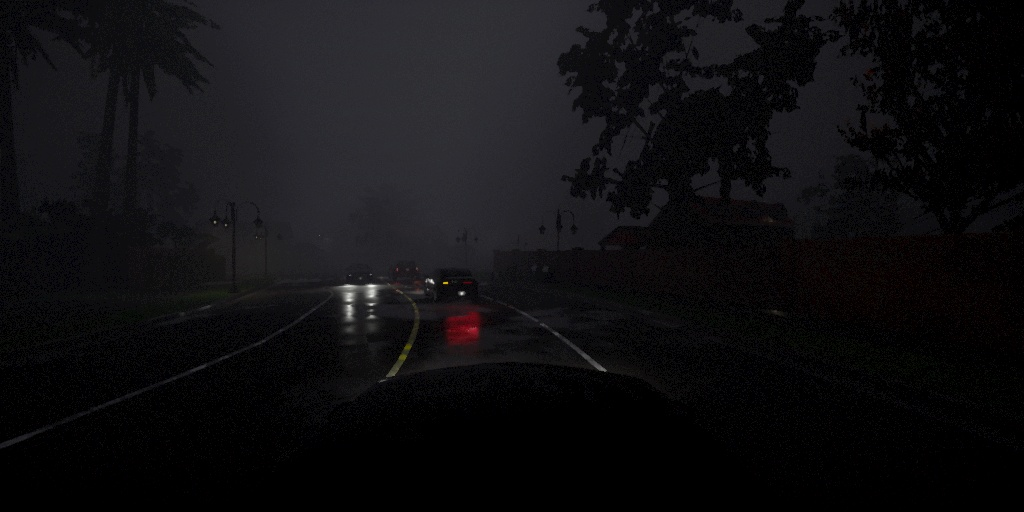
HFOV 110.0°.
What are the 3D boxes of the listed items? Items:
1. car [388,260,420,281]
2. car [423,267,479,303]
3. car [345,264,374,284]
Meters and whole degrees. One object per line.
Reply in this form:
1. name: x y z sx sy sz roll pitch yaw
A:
1. car: -9.224 1.120 30.482 2.097 1.767 4.553 0 0 -25
2. car: -2.929 1.263 16.791 1.837 1.490 4.892 0 0 -22
3. car: -11.840 1.322 27.810 1.812 1.442 4.674 0 0 -25
